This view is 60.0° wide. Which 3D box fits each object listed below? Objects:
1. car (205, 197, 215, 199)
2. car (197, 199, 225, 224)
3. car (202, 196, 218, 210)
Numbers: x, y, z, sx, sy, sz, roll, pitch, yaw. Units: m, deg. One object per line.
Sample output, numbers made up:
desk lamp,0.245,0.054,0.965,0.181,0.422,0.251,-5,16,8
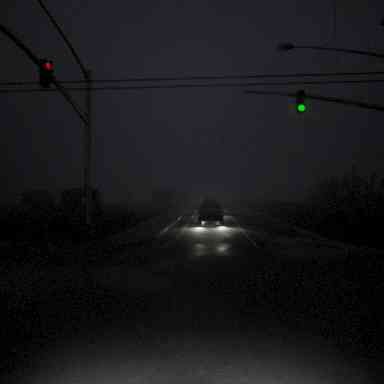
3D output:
car,1.923,1.593,34.970,1.837,1.490,4.892,0,0,3
car,1.435,1.534,25.492,1.882,1.535,5.008,0,0,3
car,2.477,1.479,45.639,2.097,1.767,4.553,0,0,3
